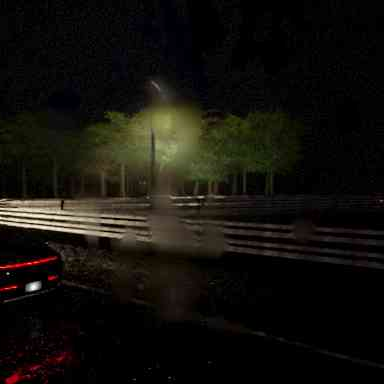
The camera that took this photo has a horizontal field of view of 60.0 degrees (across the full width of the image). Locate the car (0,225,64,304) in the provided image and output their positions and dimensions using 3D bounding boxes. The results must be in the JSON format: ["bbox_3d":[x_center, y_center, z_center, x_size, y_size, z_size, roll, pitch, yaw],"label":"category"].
[{"bbox_3d":[-4.928,1.493,7.478,4.892,1.490,1.837,0,0,34],"label":"car"}]

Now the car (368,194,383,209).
[{"bbox_3d":[18.658,0.673,30.668,4.553,1.767,2.097,-1,0,-6],"label":"car"}]
